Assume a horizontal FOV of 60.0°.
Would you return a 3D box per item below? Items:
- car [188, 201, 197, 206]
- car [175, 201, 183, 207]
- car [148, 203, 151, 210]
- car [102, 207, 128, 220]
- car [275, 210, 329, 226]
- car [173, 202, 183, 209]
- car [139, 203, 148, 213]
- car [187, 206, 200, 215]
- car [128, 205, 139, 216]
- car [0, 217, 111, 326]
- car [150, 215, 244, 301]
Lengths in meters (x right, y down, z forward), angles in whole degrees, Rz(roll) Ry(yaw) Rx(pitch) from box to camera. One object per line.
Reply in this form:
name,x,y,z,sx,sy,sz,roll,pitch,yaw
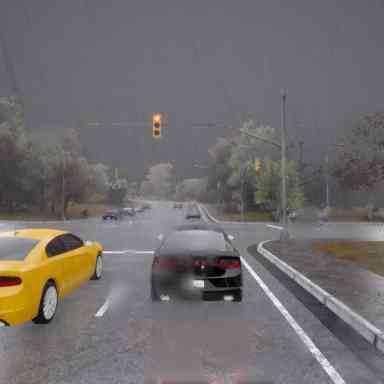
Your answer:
car,0.143,2.984,84.480,2.097,1.767,4.553,0,0,-1
car,-3.417,3.163,86.728,1.994,1.385,4.181,0,0,-3
car,-10.325,3.227,75.295,2.033,1.411,5.357,0,0,0
car,-10.507,3.000,44.740,2.033,1.411,5.357,0,-2,1
car,10.371,2.421,31.485,4.902,1.511,2.128,0,-2,-2
car,-3.322,3.180,76.660,1.837,1.490,4.892,0,0,0
car,-10.391,3.243,64.715,2.128,1.511,4.902,0,0,1
car,0.223,3.134,48.818,1.994,1.385,4.181,0,-1,0
car,-10.457,3.209,54.610,1.812,1.442,4.674,0,-1,0
car,-3.404,1.542,7.274,1.882,1.535,5.008,0,-1,0
car,0.104,1.565,8.515,1.882,1.535,5.008,0,-1,0
